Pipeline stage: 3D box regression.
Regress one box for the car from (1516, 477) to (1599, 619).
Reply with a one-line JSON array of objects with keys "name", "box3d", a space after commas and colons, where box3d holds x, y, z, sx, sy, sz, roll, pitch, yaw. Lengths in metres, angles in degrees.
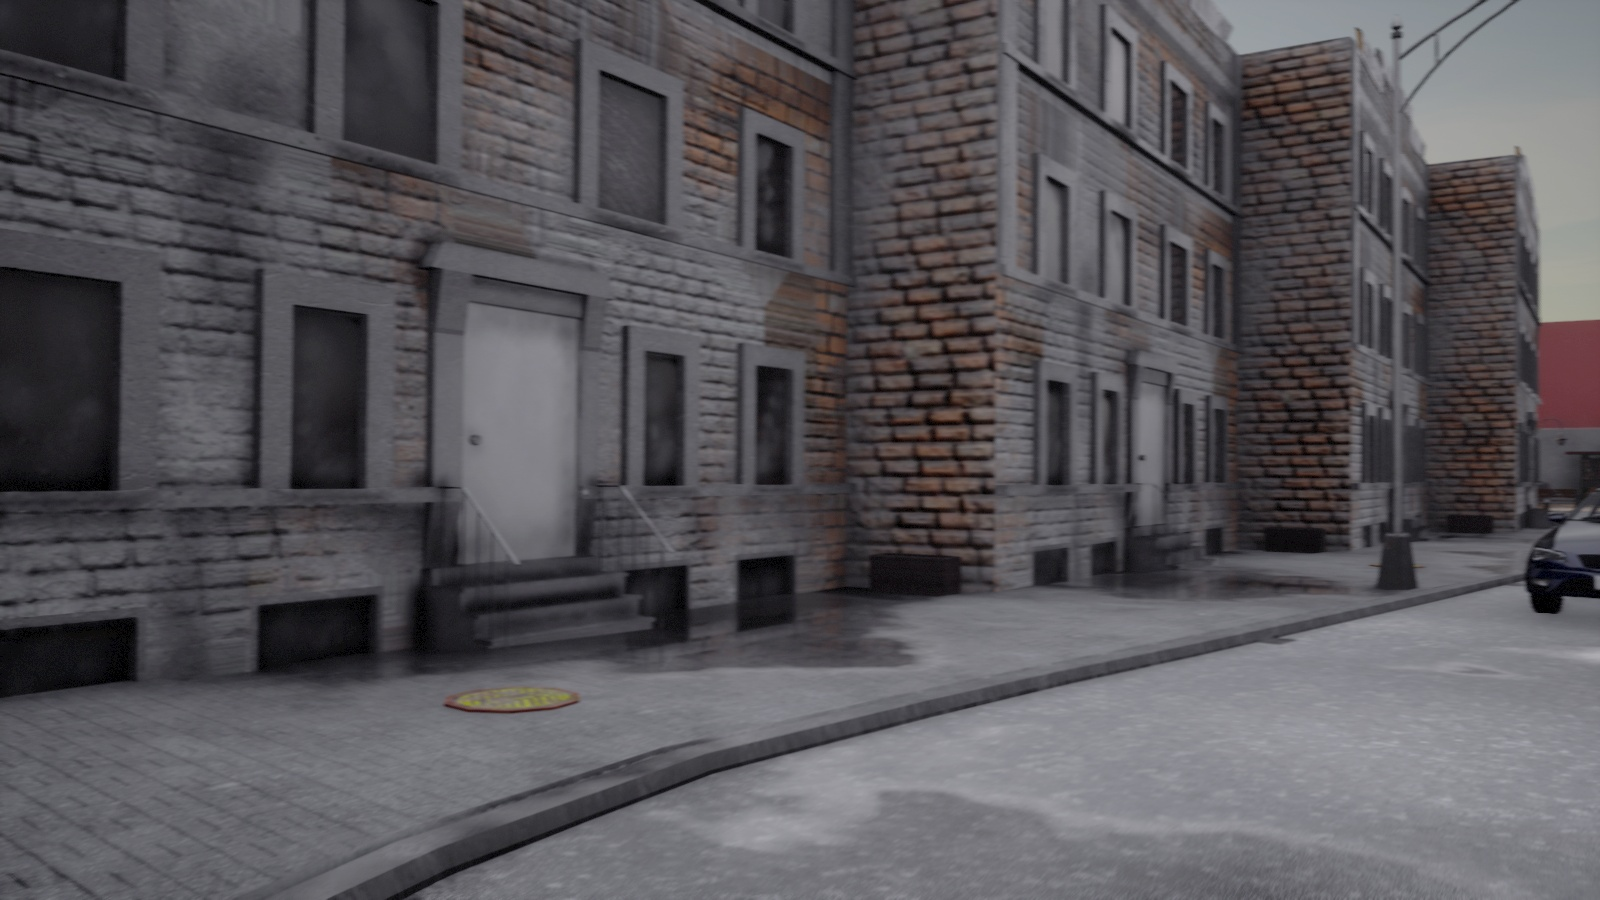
[{"name": "car", "box3d": [9.996, 1.070, 14.748, 1.816, 1.474, 4.193, -1, -1, 43]}]
